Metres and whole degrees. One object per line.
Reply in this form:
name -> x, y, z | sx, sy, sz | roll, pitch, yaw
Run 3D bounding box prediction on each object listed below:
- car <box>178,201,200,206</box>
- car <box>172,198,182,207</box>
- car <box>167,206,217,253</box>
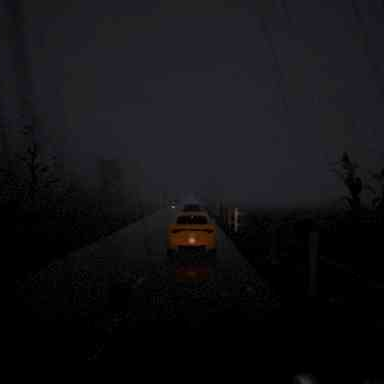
car -> 0.005, 1.769, 29.296 | 1.837, 1.490, 4.892 | 0, 0, 0
car -> -2.753, 2.038, 64.426 | 1.837, 1.490, 4.892 | 0, -1, 0
car -> 0.007, 1.610, 14.485 | 1.882, 1.535, 5.008 | 0, 0, 0
